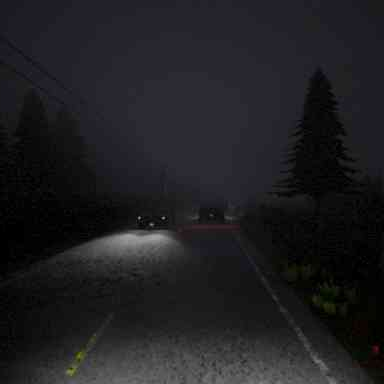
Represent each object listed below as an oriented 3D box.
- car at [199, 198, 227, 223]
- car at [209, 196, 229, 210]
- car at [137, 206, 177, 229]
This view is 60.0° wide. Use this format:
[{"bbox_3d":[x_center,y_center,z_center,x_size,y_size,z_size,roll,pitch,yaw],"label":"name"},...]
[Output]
[{"bbox_3d":[1.574,1.481,25.568,1.882,1.535,5.008,0,0,5],"label":"car"},{"bbox_3d":[3.724,1.497,42.705,2.128,1.511,4.902,0,0,9],"label":"car"},{"bbox_3d":[-2.203,1.604,21.678,1.895,1.301,4.718,0,0,5],"label":"car"}]
